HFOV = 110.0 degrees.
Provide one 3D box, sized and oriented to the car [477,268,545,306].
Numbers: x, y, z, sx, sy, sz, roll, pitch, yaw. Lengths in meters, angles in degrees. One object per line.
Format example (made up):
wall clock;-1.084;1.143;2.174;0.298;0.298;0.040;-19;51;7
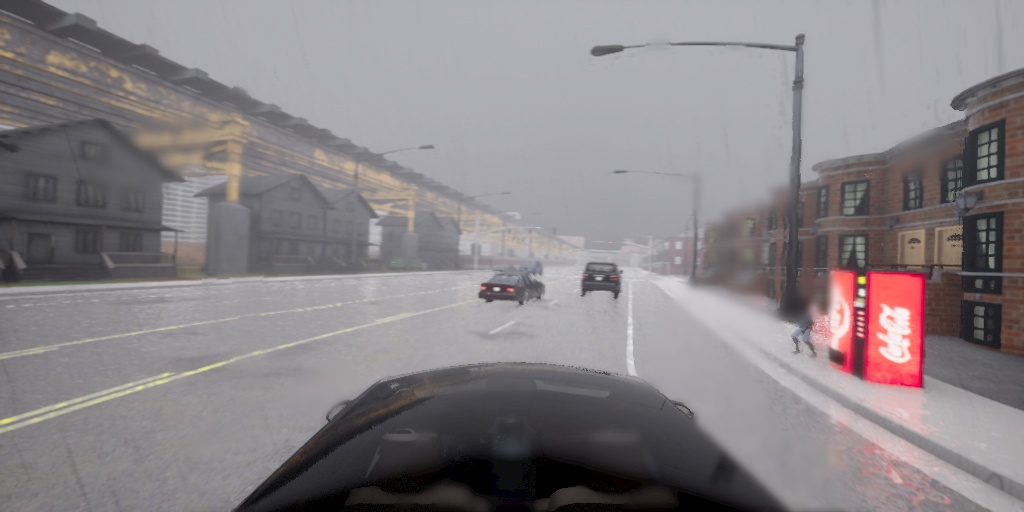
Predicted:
car;0.150;1.457;17.016;2.033;1.411;5.357;2;-1;18

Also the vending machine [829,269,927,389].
vending machine;6.450;1.247;6.439;1.100;2.100;0.880;0;0;18

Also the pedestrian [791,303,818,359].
pedestrian;6.277;1.198;7.634;0.375;1.860;0.375;2;-1;18

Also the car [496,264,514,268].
car;-0.820;1.743;47.807;2.033;1.411;5.357;2;-1;18

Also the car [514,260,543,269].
car;2.503;1.563;46.682;2.150;2.045;5.566;2;-1;18

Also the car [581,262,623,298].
car;5.625;1.399;22.306;2.150;2.045;5.566;2;-1;18
